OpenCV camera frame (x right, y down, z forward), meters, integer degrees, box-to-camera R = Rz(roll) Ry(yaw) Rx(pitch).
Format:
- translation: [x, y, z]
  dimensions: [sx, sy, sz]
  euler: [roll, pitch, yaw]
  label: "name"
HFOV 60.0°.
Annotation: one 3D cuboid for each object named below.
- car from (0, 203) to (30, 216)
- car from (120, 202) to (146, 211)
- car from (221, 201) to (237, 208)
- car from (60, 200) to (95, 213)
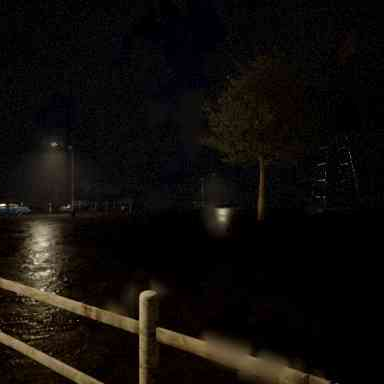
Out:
- translation: [-20.669, 1.950, 36.309]
  dimensions: [2.033, 1.411, 5.357]
  euler: [-2, -2, 35]
  label: "car"
- translation: [-9.191, 2.258, 52.255]
  dimensions: [1.812, 1.442, 4.674]
  euler: [-2, -2, 36]
  label: "car"
- translation: [7.734, 2.626, 69.478]
  dimensions: [1.994, 1.385, 4.181]
  euler: [-2, -2, 36]
  label: "car"
- translation: [-15.129, 1.911, 44.015]
  dimensions: [2.097, 1.767, 4.553]
  euler: [-2, -2, 36]
  label: "car"
